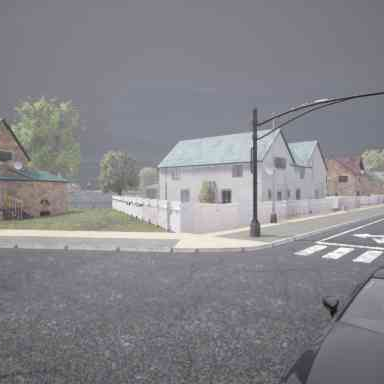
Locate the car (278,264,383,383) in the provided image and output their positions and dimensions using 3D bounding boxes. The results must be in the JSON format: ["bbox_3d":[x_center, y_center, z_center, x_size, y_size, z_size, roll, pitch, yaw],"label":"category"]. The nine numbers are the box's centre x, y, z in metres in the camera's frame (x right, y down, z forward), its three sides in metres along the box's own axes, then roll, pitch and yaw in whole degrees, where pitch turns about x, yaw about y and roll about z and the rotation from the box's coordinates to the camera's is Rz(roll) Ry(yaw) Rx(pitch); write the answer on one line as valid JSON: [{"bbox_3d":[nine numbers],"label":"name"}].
[{"bbox_3d":[2.526,1.524,3.407,1.812,1.442,4.674,0,0,42],"label":"car"}]
